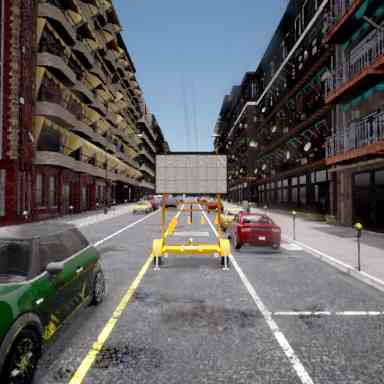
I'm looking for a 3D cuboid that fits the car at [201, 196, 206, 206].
[{"bbox_3d":[2.500,1.629,42.020,2.008,1.369,4.403,1,0,0],"label":"car"}]

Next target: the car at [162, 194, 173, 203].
[{"bbox_3d":[-5.442,1.518,75.248,2.192,1.841,5.009,1,0,0],"label":"car"}]

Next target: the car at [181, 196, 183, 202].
[{"bbox_3d":[-2.899,1.688,73.856,2.128,1.511,4.902,0,0,0],"label":"car"}]

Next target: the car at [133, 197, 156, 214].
[{"bbox_3d":[-5.368,1.589,36.365,1.752,1.417,4.829,2,0,0],"label":"car"}]

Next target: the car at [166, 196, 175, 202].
[{"bbox_3d":[-5.471,1.822,86.310,1.947,1.339,4.313,1,0,0],"label":"car"}]

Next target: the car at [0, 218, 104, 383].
[{"bbox_3d":[-2.860,1.357,5.001,2.097,1.767,4.553,0,0,0],"label":"car"}]

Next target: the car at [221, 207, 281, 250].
[{"bbox_3d":[2.557,1.561,14.366,1.887,1.381,4.507,1,0,0],"label":"car"}]

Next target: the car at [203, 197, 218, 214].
[{"bbox_3d":[2.512,1.609,36.488,1.887,1.381,4.507,1,0,0],"label":"car"}]

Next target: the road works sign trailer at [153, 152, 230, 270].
[{"bbox_3d":[-0.022,0.475,11.027,2.380,3.560,2.880,0,0,0],"label":"road works sign trailer"}]

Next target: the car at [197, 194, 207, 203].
[{"bbox_3d":[2.392,1.544,80.736,2.192,1.841,5.009,1,0,0],"label":"car"}]

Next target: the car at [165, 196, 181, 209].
[{"bbox_3d":[-2.940,1.637,45.666,2.033,1.411,5.357,0,0,0],"label":"car"}]

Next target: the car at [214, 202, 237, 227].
[{"bbox_3d":[2.546,1.551,20.068,1.752,1.417,4.829,1,0,0],"label":"car"}]

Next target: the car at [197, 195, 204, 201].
[{"bbox_3d":[2.366,1.726,91.799,1.967,1.590,4.097,1,0,0],"label":"car"}]

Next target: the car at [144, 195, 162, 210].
[{"bbox_3d":[-5.374,1.394,42.067,2.192,1.841,5.009,2,0,0],"label":"car"}]

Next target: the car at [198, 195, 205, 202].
[{"bbox_3d":[2.467,1.678,58.612,1.887,1.381,4.507,1,0,0],"label":"car"}]
